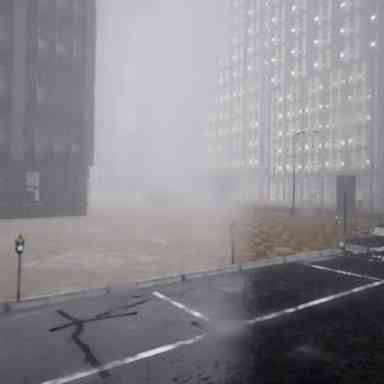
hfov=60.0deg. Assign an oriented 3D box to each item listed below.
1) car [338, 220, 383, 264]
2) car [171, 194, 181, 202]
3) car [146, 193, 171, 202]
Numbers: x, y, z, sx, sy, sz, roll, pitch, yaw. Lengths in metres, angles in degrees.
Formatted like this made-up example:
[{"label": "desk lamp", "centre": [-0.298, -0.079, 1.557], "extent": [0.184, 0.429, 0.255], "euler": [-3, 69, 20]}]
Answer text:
[{"label": "car", "centre": [6.851, 1.664, 11.600], "extent": [4.403, 1.369, 2.008], "euler": [1, 0, -36]}, {"label": "car", "centre": [-3.685, 1.036, 60.348], "extent": [1.994, 1.385, 4.181], "euler": [1, 0, -35]}, {"label": "car", "centre": [-6.357, 0.901, 58.504], "extent": [2.128, 1.511, 4.902], "euler": [1, 0, -35]}]
